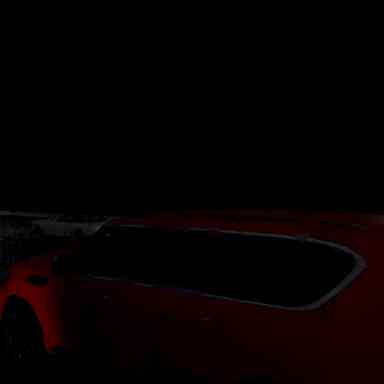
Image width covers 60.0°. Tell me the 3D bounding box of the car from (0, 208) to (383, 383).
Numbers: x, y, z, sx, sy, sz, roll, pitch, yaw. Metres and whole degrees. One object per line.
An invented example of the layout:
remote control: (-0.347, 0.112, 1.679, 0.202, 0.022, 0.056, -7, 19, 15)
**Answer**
car: (-0.079, 1.217, 3.943, 5.566, 2.045, 2.150, 0, 0, 35)

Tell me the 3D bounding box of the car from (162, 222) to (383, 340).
car: (1.762, 1.516, 6.892, 4.674, 1.442, 1.812, 0, 0, 35)

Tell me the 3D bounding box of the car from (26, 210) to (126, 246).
car: (-5.577, 1.594, 15.807, 4.718, 1.301, 1.895, 0, 0, 31)
